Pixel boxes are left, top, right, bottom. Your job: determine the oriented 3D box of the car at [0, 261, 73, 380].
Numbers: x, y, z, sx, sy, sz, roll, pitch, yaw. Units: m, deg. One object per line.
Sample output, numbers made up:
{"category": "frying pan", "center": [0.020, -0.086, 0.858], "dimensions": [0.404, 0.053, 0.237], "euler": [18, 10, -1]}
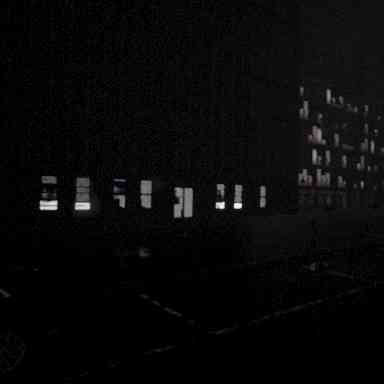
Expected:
{"category": "car", "center": [-3.718, 1.542, 3.896], "dimensions": [4.403, 1.369, 2.008], "euler": [1, 0, -35]}
